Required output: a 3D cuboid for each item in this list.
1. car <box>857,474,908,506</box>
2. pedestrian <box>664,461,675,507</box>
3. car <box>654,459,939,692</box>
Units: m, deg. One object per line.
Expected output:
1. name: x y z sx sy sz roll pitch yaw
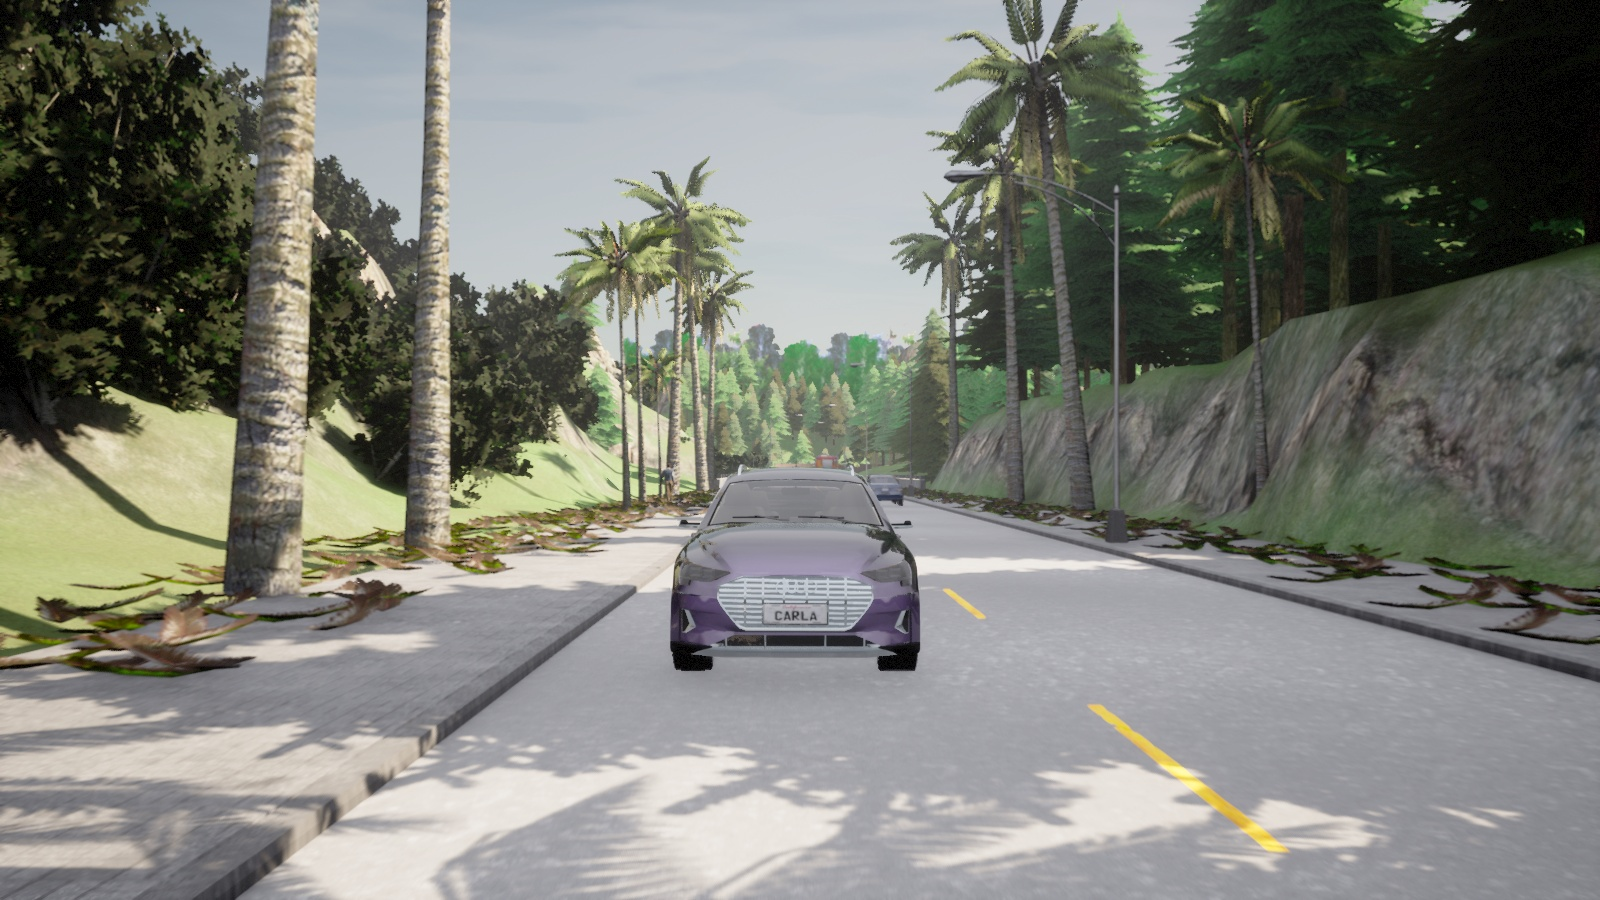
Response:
1. car: 3.808 1.833 58.909 2.033 1.411 5.357 0 -1 0
2. pedestrian: -5.595 1.442 53.935 0.423 1.949 0.788 0 -1 -3
3. car: -0.031 0.936 11.403 2.033 1.649 4.856 0 -1 0
